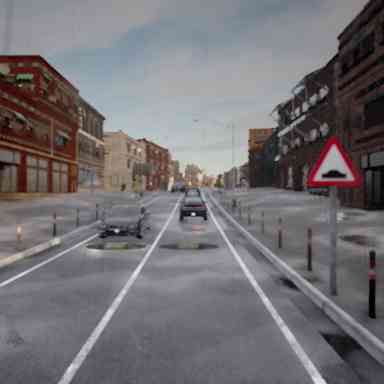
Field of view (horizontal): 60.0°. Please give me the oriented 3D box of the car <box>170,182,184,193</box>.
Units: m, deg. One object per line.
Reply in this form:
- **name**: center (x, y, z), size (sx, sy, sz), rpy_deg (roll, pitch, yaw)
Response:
- **car**: center (-2.438, -0.828, 59.009), size (2.150, 2.045, 5.566), rpy_deg (0, 2, 5)

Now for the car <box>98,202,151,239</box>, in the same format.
- **car**: center (-3.101, 1.288, 16.134), size (1.837, 1.490, 4.892), rpy_deg (0, 2, 0)

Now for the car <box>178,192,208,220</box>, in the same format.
- **car**: center (0.094, 1.049, 23.460), size (1.837, 1.490, 4.892), rpy_deg (0, 2, 0)

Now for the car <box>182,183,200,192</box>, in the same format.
- **car**: center (0.113, 0.055, 41.628), size (2.033, 1.649, 4.856), rpy_deg (0, 3, 0)
